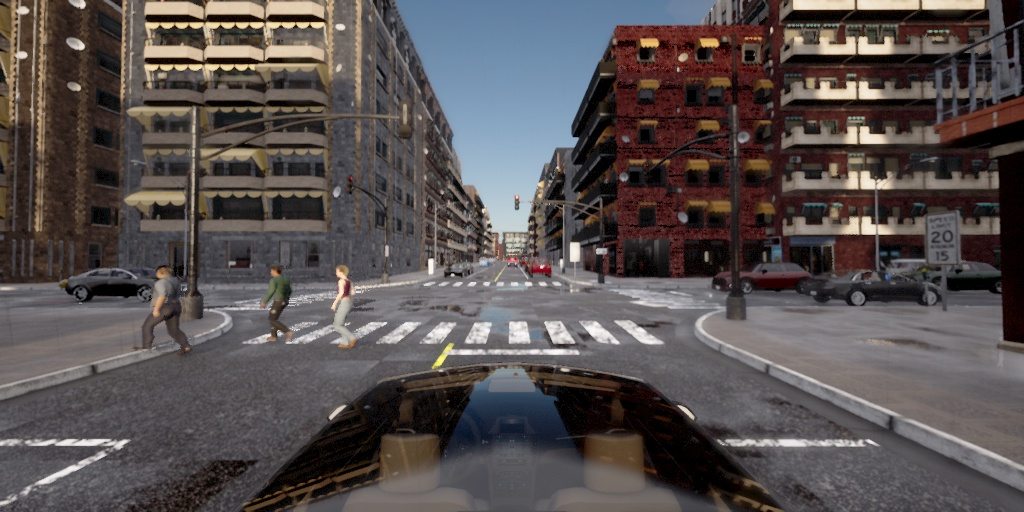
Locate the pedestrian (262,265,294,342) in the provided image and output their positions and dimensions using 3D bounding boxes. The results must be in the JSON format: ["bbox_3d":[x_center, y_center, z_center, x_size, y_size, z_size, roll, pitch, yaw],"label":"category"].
[{"bbox_3d":[-5.380,1.042,8.288,0.375,1.860,0.375,1,-1,0],"label":"pedestrian"}]

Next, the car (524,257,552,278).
[{"bbox_3d":[2.604,1.070,34.053,2.192,1.841,5.009,0,0,0],"label":"car"}]

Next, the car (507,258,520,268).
[{"bbox_3d":[0.072,1.411,63.670,1.895,1.301,4.718,0,0,0],"label":"car"}]

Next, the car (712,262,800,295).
[{"bbox_3d":[13.236,1.098,19.158,4.553,1.767,2.097,0,-1,-1],"label":"car"}]

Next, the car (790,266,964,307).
[{"bbox_3d":[13.759,1.183,13.746,4.403,1.370,2.007,0,0,0],"label":"car"}]

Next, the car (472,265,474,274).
[{"bbox_3d":[-5.271,1.323,39.578,1.948,1.339,4.313,0,0,0],"label":"car"}]

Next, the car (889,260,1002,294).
[{"bbox_3d":[23.085,1.075,19.145,4.553,1.767,2.097,0,-1,0],"label":"car"}]

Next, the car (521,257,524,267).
[{"bbox_3d":[2.617,1.077,45.176,2.192,1.841,5.009,0,0,0],"label":"car"}]

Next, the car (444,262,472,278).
[{"bbox_3d":[-5.277,1.321,34.017,1.948,1.339,4.313,0,0,0],"label":"car"}]

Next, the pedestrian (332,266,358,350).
[{"bbox_3d":[-3.620,1.046,7.686,0.375,1.860,0.375,1,-1,0],"label":"pedestrian"}]

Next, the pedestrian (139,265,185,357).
[{"bbox_3d":[-6.898,1.045,7.088,0.375,1.860,0.375,1,-1,0],"label":"pedestrian"}]

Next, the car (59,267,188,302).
[{"bbox_3d":[-17.244,1.265,16.355,4.902,1.511,2.128,0,-1,2],"label":"car"}]
